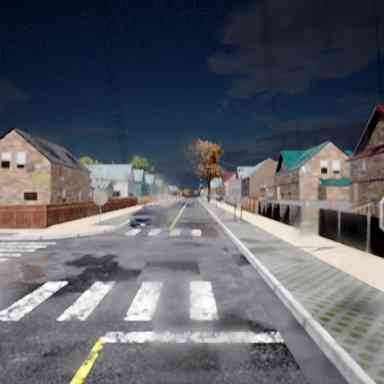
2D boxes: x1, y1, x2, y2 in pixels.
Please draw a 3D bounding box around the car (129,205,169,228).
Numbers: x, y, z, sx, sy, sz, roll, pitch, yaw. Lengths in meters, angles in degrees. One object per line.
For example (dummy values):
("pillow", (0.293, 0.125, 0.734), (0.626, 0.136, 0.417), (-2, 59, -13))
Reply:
("car", (-2.741, 1.578, 22.567), (2.033, 1.411, 5.357), (0, 0, 4))
